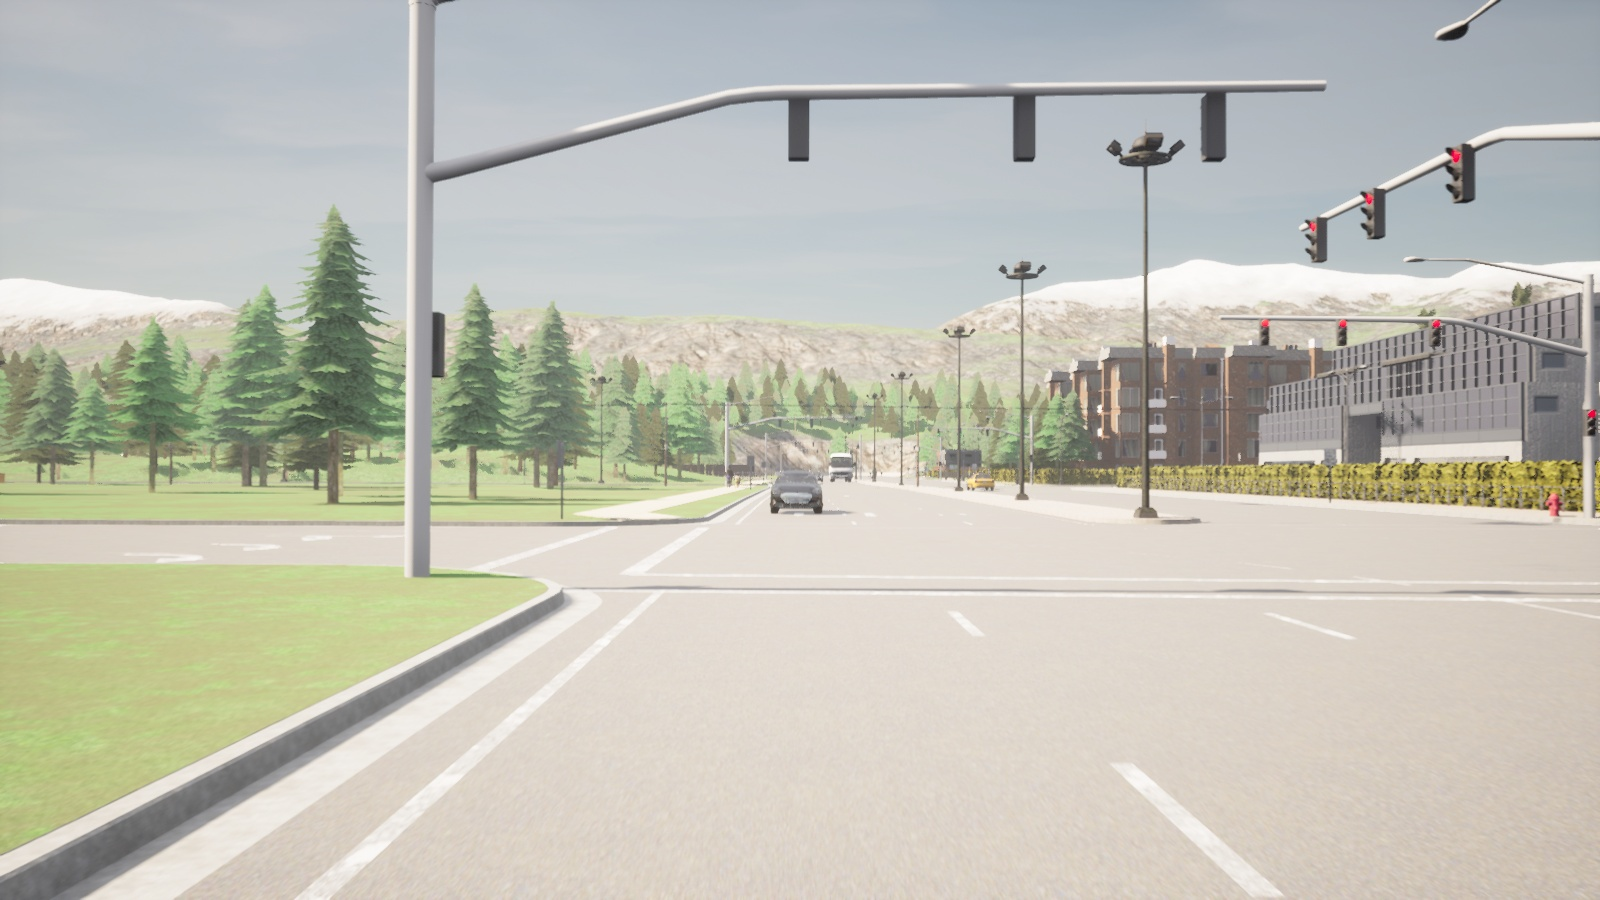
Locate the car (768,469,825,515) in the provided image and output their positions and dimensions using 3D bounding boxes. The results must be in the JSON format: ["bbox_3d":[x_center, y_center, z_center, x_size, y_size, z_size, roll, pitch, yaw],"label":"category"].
[{"bbox_3d":[-0.125,1.546,47.722,2.033,1.649,4.856,0,-1,0],"label":"car"}]
